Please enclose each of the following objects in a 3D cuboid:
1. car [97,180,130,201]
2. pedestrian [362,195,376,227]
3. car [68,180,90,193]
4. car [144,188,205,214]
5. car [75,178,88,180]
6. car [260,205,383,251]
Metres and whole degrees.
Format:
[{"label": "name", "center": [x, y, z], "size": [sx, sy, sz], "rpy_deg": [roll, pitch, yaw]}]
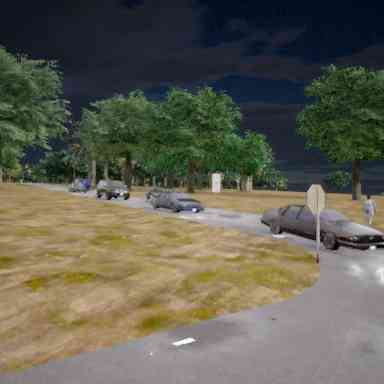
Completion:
[{"label": "car", "center": [-8.404, -0.225, 35.248], "size": [2.150, 2.045, 5.566], "rpy_deg": [2, 2, -32]}, {"label": "pedestrian", "center": [9.772, 1.046, 18.459], "size": [0.375, 1.860, 0.375], "rpy_deg": [5, -3, -32]}, {"label": "car", "center": [-16.772, -0.603, 48.592], "size": [1.837, 1.490, 4.892], "rpy_deg": [2, 2, -32]}, {"label": "car", "center": [-1.246, 0.694, 23.957], "size": [2.033, 1.411, 5.357], "rpy_deg": [2, 2, -33]}, {"label": "car", "center": [-19.967, -1.362, 59.423], "size": [2.150, 2.045, 5.566], "rpy_deg": [2, 0, -33]}, {"label": "car", "center": [4.940, 1.266, 13.387], "size": [2.033, 1.411, 5.357], "rpy_deg": [3, 3, -24]}]
